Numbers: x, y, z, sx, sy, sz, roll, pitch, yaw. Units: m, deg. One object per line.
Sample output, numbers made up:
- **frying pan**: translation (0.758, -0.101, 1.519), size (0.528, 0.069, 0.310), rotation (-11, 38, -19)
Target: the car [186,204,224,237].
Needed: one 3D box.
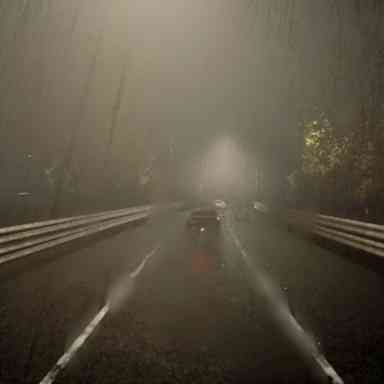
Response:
- **car**: translation (0.719, 1.677, 19.238), size (1.837, 1.490, 4.892), rotation (0, 0, 4)

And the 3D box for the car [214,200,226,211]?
- **car**: translation (4.113, 1.992, 49.797), size (1.812, 1.442, 4.674), rotation (0, 0, 9)
